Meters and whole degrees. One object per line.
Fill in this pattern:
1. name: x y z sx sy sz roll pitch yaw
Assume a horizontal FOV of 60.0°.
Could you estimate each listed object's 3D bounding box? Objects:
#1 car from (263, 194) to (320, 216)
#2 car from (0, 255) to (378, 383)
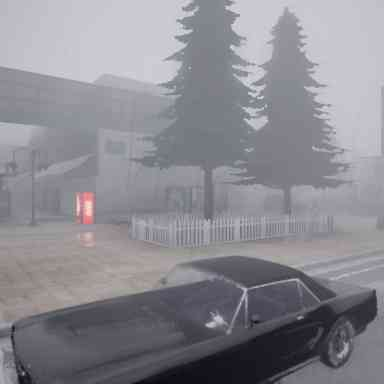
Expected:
1. car: 9.172 1.206 31.157 2.150 2.045 5.566 0 0 -34
2. car: 0.290 1.601 4.200 4.718 1.301 1.895 0 0 -36
